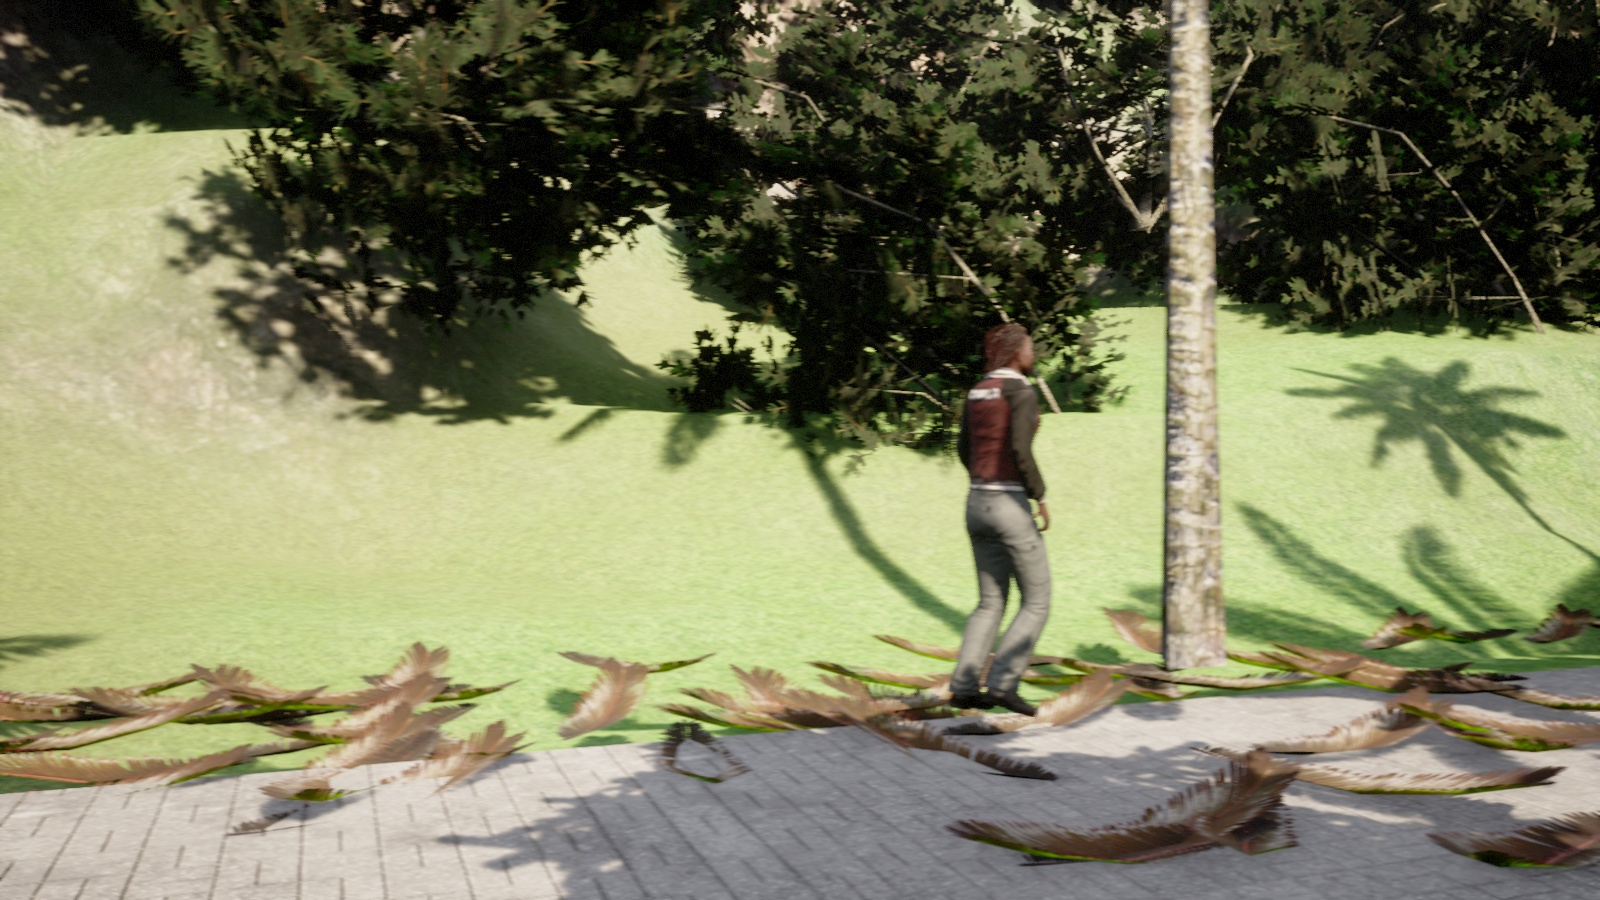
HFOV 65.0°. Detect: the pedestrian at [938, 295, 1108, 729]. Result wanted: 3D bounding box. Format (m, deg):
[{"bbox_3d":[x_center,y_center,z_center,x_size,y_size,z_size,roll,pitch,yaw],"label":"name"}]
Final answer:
[{"bbox_3d":[1.046,0.272,5.902,0.666,1.930,0.402,-1,1,-25],"label":"pedestrian"}]
